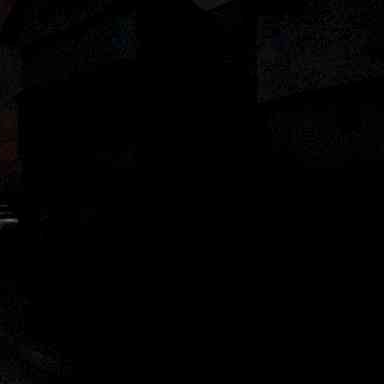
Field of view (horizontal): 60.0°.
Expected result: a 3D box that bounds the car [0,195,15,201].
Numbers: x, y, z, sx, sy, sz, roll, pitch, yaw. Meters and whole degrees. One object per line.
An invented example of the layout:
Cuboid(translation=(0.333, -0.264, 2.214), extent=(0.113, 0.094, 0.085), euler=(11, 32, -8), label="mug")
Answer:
Cuboid(translation=(-46.108, 1.503, 81.497), extent=(2.007, 1.523, 4.514), euler=(0, 0, 35), label="car")

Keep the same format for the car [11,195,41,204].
Cuboid(translation=(-30.224, 1.418, 60.756), extent=(2.007, 1.523, 4.514), euler=(0, 0, 35), label="car")

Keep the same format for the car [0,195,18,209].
Cuboid(translation=(-20.657, 1.384, 40.763), extent=(2.007, 1.523, 4.514), euler=(0, 0, 35), label="car")

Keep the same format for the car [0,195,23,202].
Cuboid(translation=(-43.524, 1.489, 79.719), extent=(2.152, 1.636, 5.027), euler=(0, 0, 35), label="car")
